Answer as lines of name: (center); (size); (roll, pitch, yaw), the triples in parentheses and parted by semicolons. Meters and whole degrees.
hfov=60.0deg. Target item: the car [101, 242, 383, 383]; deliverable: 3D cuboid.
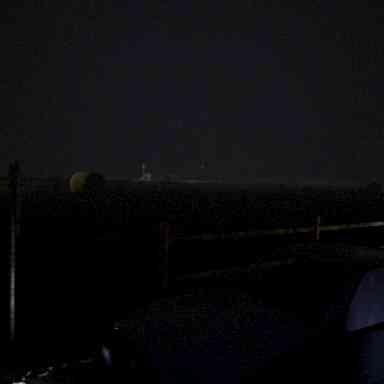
car: (1.753, 1.401, 4.098); (5.357, 1.411, 2.033); (0, 3, -29)
